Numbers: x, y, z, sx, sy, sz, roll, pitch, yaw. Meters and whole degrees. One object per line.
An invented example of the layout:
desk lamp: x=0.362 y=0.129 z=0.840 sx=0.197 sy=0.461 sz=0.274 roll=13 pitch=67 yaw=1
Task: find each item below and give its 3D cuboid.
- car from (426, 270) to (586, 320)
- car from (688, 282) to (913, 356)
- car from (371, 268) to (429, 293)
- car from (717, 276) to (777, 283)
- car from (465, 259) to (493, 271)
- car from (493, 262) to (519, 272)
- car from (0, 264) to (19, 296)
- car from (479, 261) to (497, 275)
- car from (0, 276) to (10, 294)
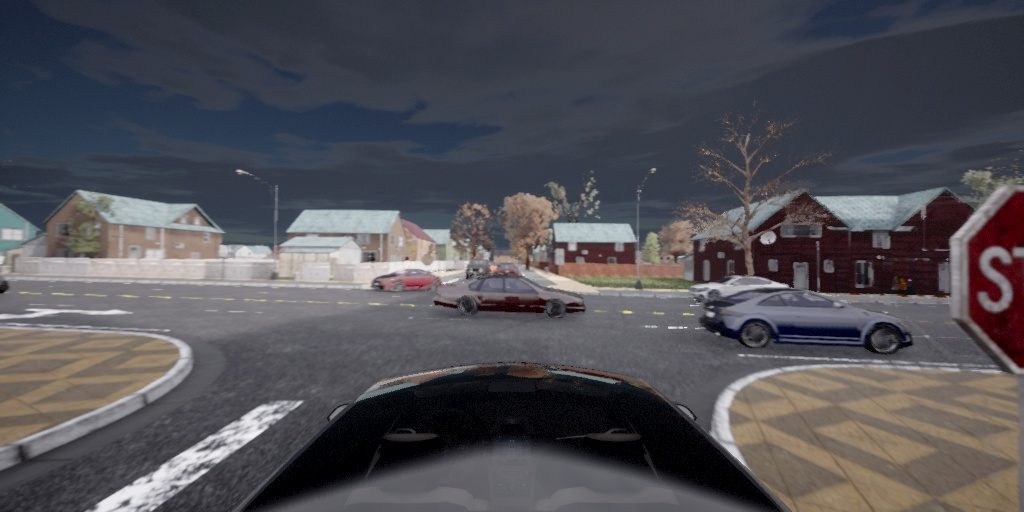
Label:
car: x=-0.080 y=1.411 z=12.988 sx=5.357 sy=1.411 sz=2.033 roll=1 pitch=-1 yaw=6
car: x=7.067 y=1.505 z=8.993 sx=4.181 sy=1.385 sz=1.994 roll=1 pitch=-1 yaw=6
car: x=-6.424 y=1.469 z=22.150 sx=1.994 sy=1.385 sz=4.181 roll=1 pitch=-1 yaw=43
car: x=11.691 y=1.727 z=18.520 sx=4.674 sy=1.442 sz=1.812 roll=1 pitch=-1 yaw=6
car: x=-3.381 y=1.324 z=36.398 sx=2.150 sy=2.045 sz=5.566 roll=0 pitch=-1 yaw=0
car: x=-0.435 y=1.462 z=35.307 sx=2.097 sy=1.767 sz=4.553 roll=0 pitch=-1 yaw=0
car: x=-24.600 y=1.023 z=15.507 sx=4.181 sy=1.385 sz=1.994 roll=1 pitch=-1 yaw=6
car: x=-3.327 y=1.617 z=50.141 sx=2.097 sy=1.767 sz=4.553 roll=0 pitch=-1 yaw=0
car: x=-20.011 y=0.967 z=11.772 sx=4.902 sy=1.511 sz=2.128 roll=1 pitch=-1 yaw=6
